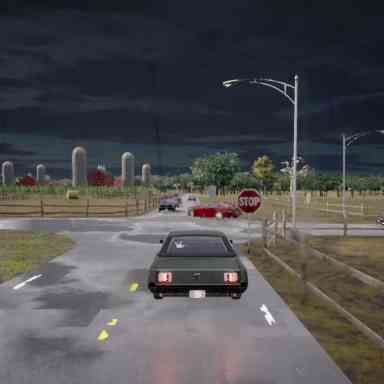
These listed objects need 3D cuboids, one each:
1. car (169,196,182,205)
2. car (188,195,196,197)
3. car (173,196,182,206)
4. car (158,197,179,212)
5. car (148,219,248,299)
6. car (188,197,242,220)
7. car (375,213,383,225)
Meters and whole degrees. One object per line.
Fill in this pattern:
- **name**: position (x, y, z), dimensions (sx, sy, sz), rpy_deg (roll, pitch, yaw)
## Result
- **car**: position (-2.795, 1.478, 59.167), dimensions (2.033, 1.411, 5.357), rpy_deg (0, 0, 0)
- **car**: position (0.040, 1.439, 78.602), dimensions (1.994, 1.385, 4.181), rpy_deg (0, 0, 0)
- **car**: position (-2.817, 1.516, 48.246), dimensions (1.994, 1.385, 4.181), rpy_deg (0, 0, 0)
- **car**: position (-2.784, 1.570, 38.173), dimensions (1.895, 1.301, 4.718), rpy_deg (0, 0, -1)
- **car**: position (0.107, 1.597, 8.361), dimensions (1.895, 1.301, 4.718), rpy_deg (0, 0, 0)
- **car**: position (1.785, 1.471, 27.640), dimensions (1.882, 1.535, 5.008), rpy_deg (-2, 2, -44)
- **car**: position (15.878, 1.814, 23.968), dimensions (4.892, 1.490, 1.837), rpy_deg (1, 1, 0)
